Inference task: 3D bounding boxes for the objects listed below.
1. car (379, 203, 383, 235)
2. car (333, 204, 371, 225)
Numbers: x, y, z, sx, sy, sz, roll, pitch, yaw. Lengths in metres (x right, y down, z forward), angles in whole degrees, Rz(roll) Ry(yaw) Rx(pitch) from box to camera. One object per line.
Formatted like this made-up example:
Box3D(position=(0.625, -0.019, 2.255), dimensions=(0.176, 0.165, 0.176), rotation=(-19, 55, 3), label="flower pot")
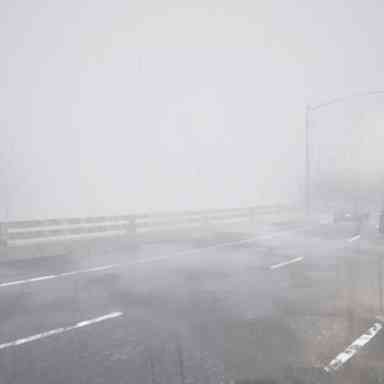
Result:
Box3D(position=(11.752, 1.220, 18.212), dimensions=(2.150, 2.045, 5.566), rotation=(0, 0, 37), label="car")
Box3D(position=(11.667, 1.552, 24.126), dimensions=(1.994, 1.385, 4.181), rotation=(0, 0, 35), label="car")
